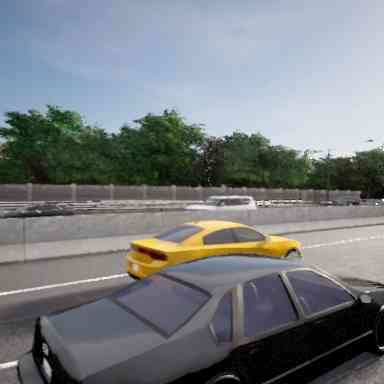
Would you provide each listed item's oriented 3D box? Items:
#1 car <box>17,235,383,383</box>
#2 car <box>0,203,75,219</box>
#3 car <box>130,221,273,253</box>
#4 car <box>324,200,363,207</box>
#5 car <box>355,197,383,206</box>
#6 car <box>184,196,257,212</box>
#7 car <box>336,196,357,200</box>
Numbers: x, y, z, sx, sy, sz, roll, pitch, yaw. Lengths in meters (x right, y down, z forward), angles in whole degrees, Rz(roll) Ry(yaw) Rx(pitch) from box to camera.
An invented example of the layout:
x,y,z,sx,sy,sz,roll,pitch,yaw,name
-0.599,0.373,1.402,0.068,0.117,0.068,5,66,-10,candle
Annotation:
x,y,z,sx,sy,sz,roll,pitch,yaw,name
0.801,1.551,4.324,5.357,1.411,2.033,0,0,-36,car
-10.422,1.508,22.353,4.892,1.490,1.837,0,0,-35,car
0.809,1.485,8.622,5.008,1.535,1.882,0,0,-35,car
16.742,1.858,37.408,4.718,1.301,1.895,1,-1,-35,car
26.316,1.860,48.428,4.553,1.767,2.097,1,-1,-35,car
2.004,1.271,22.606,5.566,2.045,2.150,1,-1,-35,car
23.621,1.654,50.810,5.566,2.045,2.150,1,-1,-35,car
